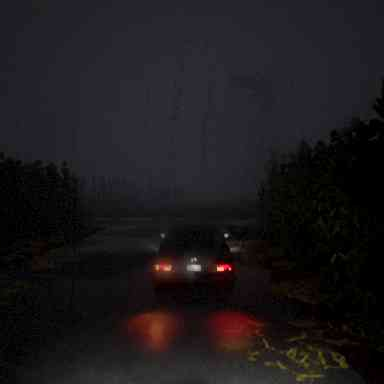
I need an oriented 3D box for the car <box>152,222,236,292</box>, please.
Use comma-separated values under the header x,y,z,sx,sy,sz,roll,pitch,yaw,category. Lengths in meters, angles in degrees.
x,y,z,sx,sy,sz,roll,pitch,yaw,category
0.069,1.531,9.030,2.033,1.411,5.357,0,0,1,car
